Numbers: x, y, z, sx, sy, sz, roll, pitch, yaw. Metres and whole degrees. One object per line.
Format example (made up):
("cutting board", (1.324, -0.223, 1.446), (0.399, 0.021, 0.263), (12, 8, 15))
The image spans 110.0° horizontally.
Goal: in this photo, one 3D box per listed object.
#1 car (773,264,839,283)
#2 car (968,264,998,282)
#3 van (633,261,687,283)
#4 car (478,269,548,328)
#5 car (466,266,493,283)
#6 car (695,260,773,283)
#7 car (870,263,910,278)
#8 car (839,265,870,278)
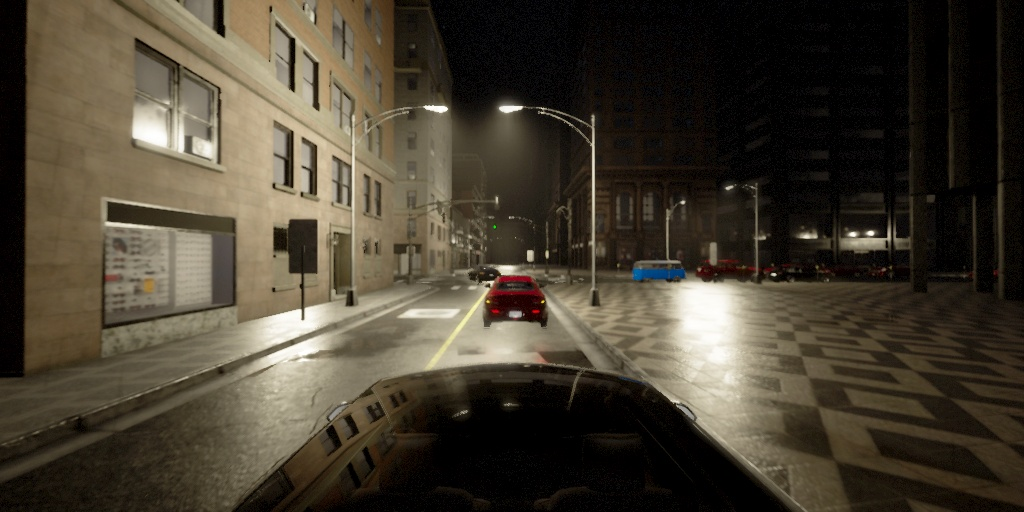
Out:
("car", (23.007, 1.503, 28.778), (4.313, 1.339, 1.948), (0, 0, -1))
("car", (39.924, 1.369, 29.037), (4.097, 1.591, 1.967), (0, 0, -1))
("van", (11.727, 1.281, 28.606), (3.998, 1.789, 1.690), (0, 0, -1))
("car", (0.097, 1.332, 11.490), (1.812, 1.442, 4.674), (0, 0, 0))
("car", (-2.408, 1.478, 29.903), (1.994, 1.385, 4.181), (0, 0, -23))
("car", (17.368, 1.254, 28.693), (5.009, 1.841, 2.192), (0, 0, -1))
("car", (39.819, 1.419, 37.562), (4.097, 1.591, 1.967), (0, 0, -1))
("car", (34.180, 1.564, 37.476), (4.207, 1.307, 1.802), (0, 0, -1))
